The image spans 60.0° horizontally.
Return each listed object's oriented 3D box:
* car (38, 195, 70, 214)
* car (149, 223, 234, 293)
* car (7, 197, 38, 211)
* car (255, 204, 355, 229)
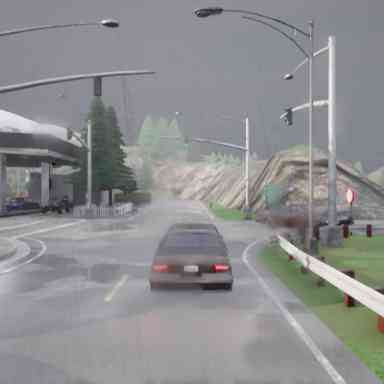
[{"bbox_3d":[-14.551,1.298,35.841,1.905,1.878,3.866,0,0,-1],"label":"car"},{"bbox_3d":[0.021,1.544,9.000,2.033,1.411,5.357,0,0,1],"label":"car"},{"bbox_3d":[-20.260,1.463,40.115,2.242,1.667,4.611,0,0,-1],"label":"car"},{"bbox_3d":[5.858,1.357,17.930,2.033,1.411,5.357,0,0,-36],"label":"car"}]
